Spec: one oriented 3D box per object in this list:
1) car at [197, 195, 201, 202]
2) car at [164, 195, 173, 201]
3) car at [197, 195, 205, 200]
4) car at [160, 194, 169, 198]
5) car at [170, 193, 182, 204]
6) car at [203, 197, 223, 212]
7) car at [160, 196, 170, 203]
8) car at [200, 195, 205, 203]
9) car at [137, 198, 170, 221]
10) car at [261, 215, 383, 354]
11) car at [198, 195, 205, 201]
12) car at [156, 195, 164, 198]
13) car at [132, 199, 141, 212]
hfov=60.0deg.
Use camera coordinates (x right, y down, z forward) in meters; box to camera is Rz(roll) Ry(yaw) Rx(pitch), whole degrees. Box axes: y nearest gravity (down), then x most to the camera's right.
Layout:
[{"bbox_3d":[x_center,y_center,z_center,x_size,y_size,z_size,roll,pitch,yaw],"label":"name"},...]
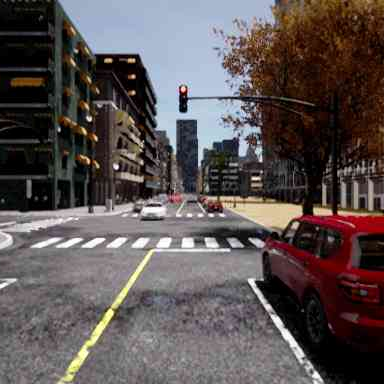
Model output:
[{"bbox_3d":[2.538,1.595,66.136,1.802,1.307,4.206,0,0,0],"label":"car"},{"bbox_3d":[-5.882,1.469,82.715,1.967,1.590,4.097,0,0,0],"label":"car"},{"bbox_3d":[2.473,1.595,93.800,2.008,1.369,4.403,0,0,0],"label":"car"},{"bbox_3d":[-5.829,1.449,60.584,1.967,1.590,4.097,0,0,0],"label":"car"},{"bbox_3d":[-3.156,1.239,66.995,2.150,2.045,5.566,0,0,0],"label":"car"},{"bbox_3d":[2.602,1.539,38.473,1.887,1.381,4.507,0,0,0],"label":"car"},{"bbox_3d":[-5.855,1.600,71.649,1.802,1.307,4.206,0,0,0],"label":"car"},{"bbox_3d":[2.576,1.526,49.708,1.752,1.417,4.829,0,0,0],"label":"car"},{"bbox_3d":[-3.062,1.524,27.354,1.812,1.442,4.674,0,0,0],"label":"car"},{"bbox_3d":[2.679,1.312,6.085,2.192,1.841,5.009,0,0,0],"label":"car"},{"bbox_3d":[2.486,1.581,88.267,1.887,1.381,4.507,0,0,0],"label":"car"},{"bbox_3d":[-5.804,1.551,49.519,2.008,1.369,4.403,0,0,0],"label":"car"},{"bbox_3d":[-5.778,1.545,38.453,2.008,1.369,4.403,0,0,0],"label":"car"}]
